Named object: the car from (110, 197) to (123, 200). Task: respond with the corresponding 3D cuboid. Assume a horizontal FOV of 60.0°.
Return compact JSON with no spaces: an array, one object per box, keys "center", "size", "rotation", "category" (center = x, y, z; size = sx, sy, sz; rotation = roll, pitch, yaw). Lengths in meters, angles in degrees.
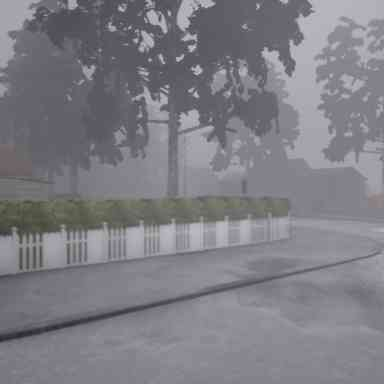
[{"center":[-10.891,1.501,48.572],"size":[1.837,1.490,4.892],"rotation":[0,0,-35],"category":"car"}]
